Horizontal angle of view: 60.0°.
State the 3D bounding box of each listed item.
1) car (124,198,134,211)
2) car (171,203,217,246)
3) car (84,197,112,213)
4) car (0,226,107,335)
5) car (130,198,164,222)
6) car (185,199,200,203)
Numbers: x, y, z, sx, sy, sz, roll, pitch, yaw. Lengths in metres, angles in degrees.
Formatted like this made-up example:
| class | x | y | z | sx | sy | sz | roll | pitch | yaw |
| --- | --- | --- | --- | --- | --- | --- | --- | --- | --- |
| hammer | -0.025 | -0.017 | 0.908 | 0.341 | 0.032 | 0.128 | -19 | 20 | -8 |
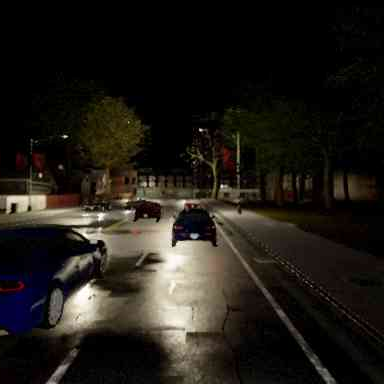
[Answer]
| class | x | y | z | sx | sy | sz | roll | pitch | yaw |
| --- | --- | --- | --- | --- | --- | --- | --- | --- | --- |
| car | -6.574 | 1.384 | 39.086 | 2.033 | 1.411 | 5.357 | 0 | 0 | 1 |
| car | 0.088 | 1.447 | 14.658 | 1.812 | 1.442 | 4.674 | 0 | 0 | 0 |
| car | -9.847 | 1.354 | 35.091 | 1.837 | 1.490 | 4.892 | 0 | 0 | 0 |
| car | -3.152 | 1.439 | 6.834 | 1.882 | 1.535 | 5.008 | 0 | 0 | 0 |
| car | -3.163 | 1.405 | 24.937 | 1.812 | 1.442 | 4.674 | 0 | 0 | 0 |
| car | 0.076 | 1.395 | 34.021 | 2.033 | 1.411 | 5.357 | 0 | 0 | 0 |
